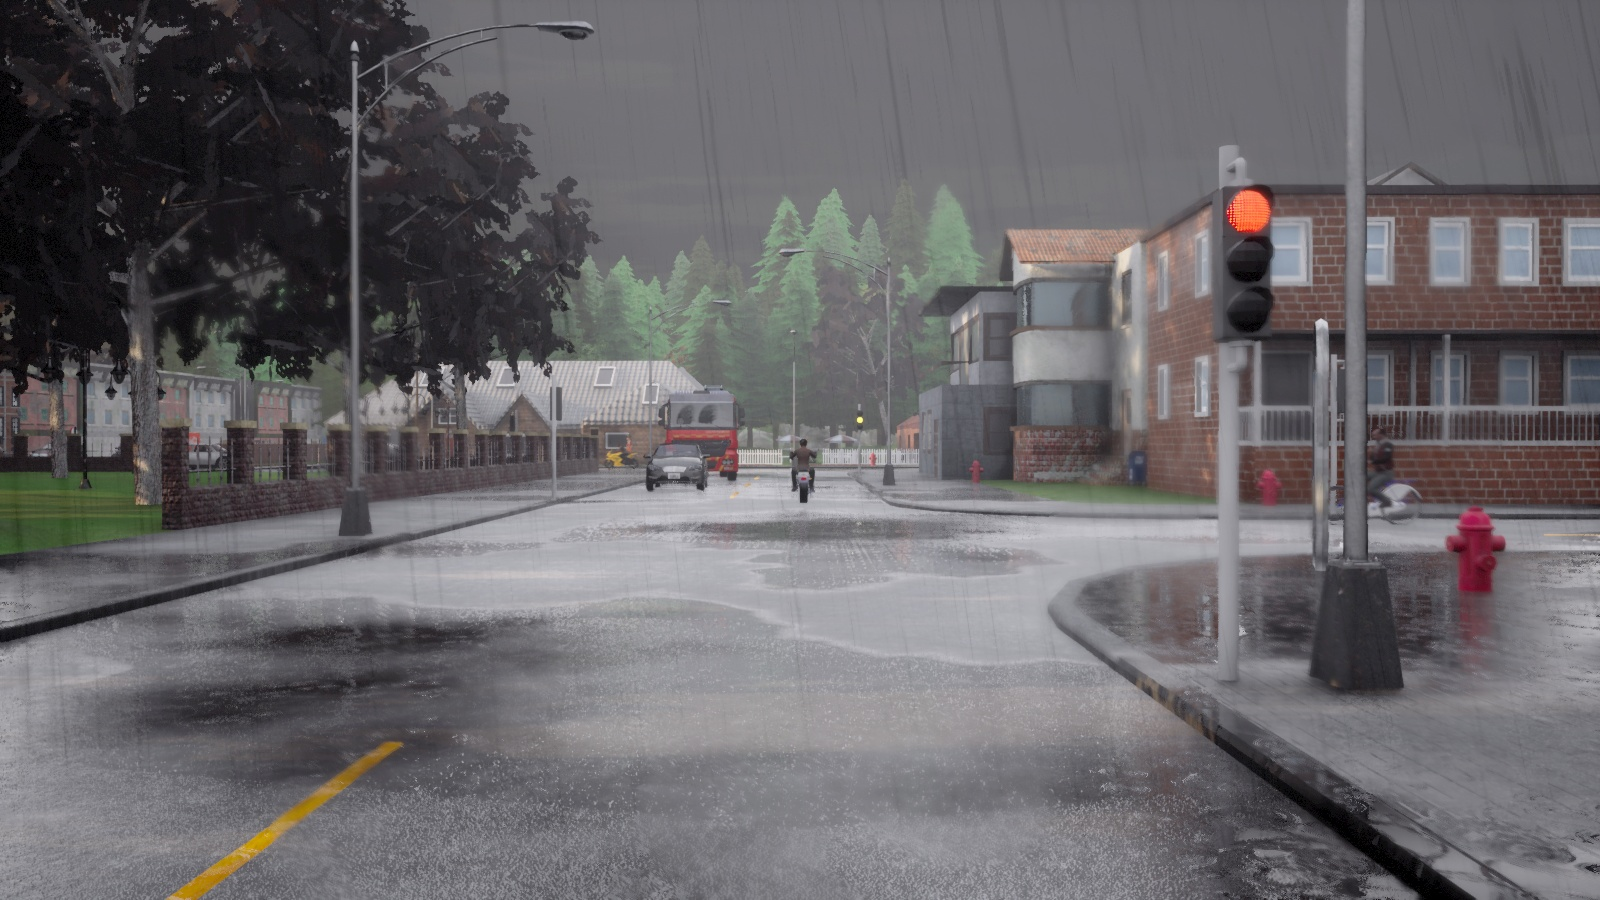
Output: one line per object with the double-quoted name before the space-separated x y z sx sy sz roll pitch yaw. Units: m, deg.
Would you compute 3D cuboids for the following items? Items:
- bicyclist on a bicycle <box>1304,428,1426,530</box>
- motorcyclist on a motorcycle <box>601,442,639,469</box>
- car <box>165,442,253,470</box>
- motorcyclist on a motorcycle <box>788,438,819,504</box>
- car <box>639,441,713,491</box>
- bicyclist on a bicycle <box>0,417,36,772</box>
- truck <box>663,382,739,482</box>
"bicyclist on a bicycle" 9.983 0.500 22.221 1.843 1.776 0.659 0 0 0
"motorcyclist on a motorcycle" -10.270 0.316 71.591 2.044 1.523 0.797 0 1 4
"car" -31.765 0.305 67.616 3.806 1.475 1.970 0 0 -1
"motorcyclist on a motorcycle" 0.082 0.515 32.289 0.766 1.649 2.350 0 0 0
"car" -3.947 0.470 40.708 2.128 1.511 4.902 0 0 -3
"bicyclist on a bicycle" -3.949 0.667 5.165 0.582 1.620 1.656 0 1 1
"truck" -4.037 -0.718 52.503 2.891 3.827 8.468 0 0 -3
